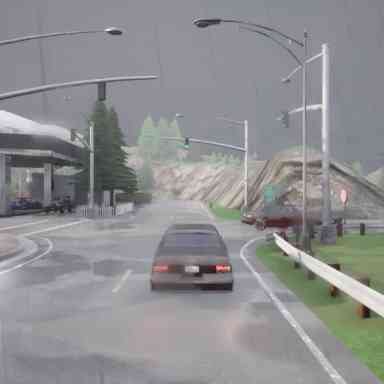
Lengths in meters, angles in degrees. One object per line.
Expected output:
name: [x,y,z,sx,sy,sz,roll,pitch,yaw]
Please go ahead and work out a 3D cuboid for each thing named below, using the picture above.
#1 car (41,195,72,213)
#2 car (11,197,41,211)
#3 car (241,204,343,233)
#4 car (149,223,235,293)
car: [-14.541,1.313,36.468,1.905,1.878,3.866,0,0,-1]
car: [-20.250,1.480,40.744,2.242,1.667,4.611,0,0,-1]
car: [5.332,1.381,18.224,5.357,1.411,2.033,-1,0,41]
car: [0.000,1.547,8.977,2.033,1.411,5.357,0,0,0]
